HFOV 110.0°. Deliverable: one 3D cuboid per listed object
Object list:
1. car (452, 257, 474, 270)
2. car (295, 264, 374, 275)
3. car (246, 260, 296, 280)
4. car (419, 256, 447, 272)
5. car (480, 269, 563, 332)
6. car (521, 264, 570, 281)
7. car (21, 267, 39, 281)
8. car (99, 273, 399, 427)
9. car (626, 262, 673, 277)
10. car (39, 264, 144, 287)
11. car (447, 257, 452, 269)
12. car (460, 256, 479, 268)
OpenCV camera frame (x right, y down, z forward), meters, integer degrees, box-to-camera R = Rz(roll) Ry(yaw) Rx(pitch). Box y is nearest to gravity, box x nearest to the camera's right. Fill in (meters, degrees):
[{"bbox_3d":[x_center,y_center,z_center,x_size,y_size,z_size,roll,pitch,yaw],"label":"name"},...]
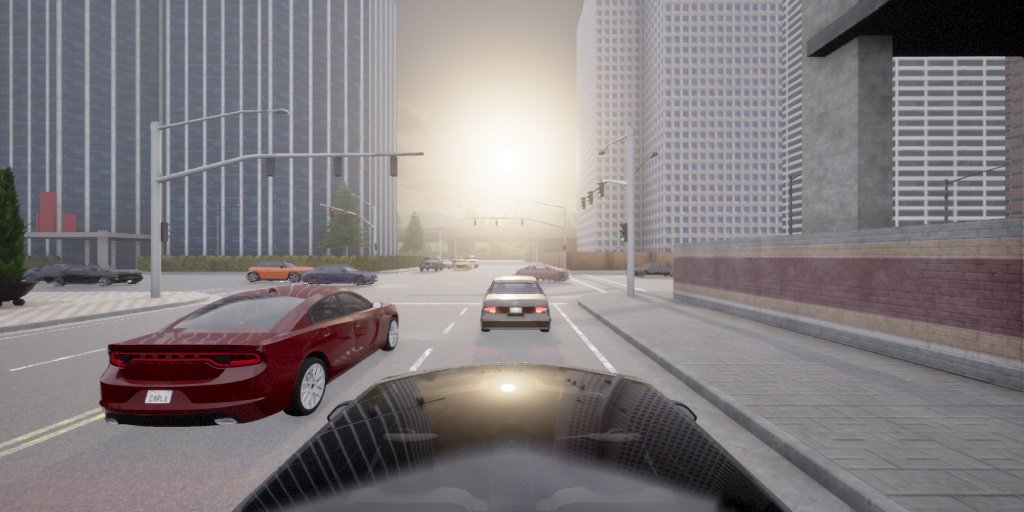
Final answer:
[{"bbox_3d":[-7.061,1.228,52.003,1.882,1.535,5.008,0,0,0],"label":"car"},{"bbox_3d":[-11.371,1.275,23.838,4.674,1.442,1.812,0,0,-1],"label":"car"},{"bbox_3d":[-17.358,1.102,27.264,4.553,1.767,2.097,0,0,-1],"label":"car"},{"bbox_3d":[-10.568,0.972,47.397,2.150,2.045,5.566,0,0,0],"label":"car"},{"bbox_3d":[0.090,1.297,10.801,2.033,1.411,5.357,0,0,0],"label":"car"},{"bbox_3d":[2.284,1.314,27.536,4.181,1.385,1.994,0,0,-1],"label":"car"},{"bbox_3d":[-33.831,1.298,27.140,5.357,1.411,2.033,0,0,0],"label":"car"},{"bbox_3d":[-3.440,1.228,5.988,1.882,1.535,5.008,0,0,0],"label":"car"},{"bbox_3d":[13.914,1.297,34.780,5.357,1.411,2.033,0,0,0],"label":"car"},{"bbox_3d":[-27.462,1.351,23.671,4.718,1.301,1.895,0,0,0],"label":"car"},{"bbox_3d":[-10.549,1.276,56.936,1.812,1.442,4.674,0,0,0],"label":"car"},{"bbox_3d":[-7.028,0.972,61.844,2.150,2.045,5.566,0,0,0],"label":"car"}]
